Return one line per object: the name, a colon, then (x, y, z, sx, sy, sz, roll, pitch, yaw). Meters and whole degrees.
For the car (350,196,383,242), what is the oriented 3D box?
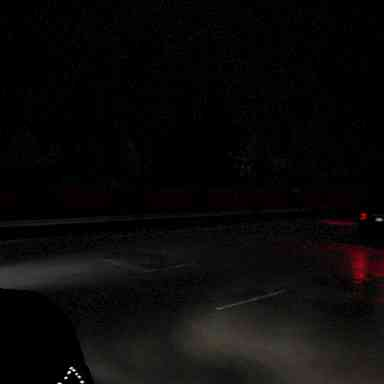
car: (9.844, 1.222, 15.210, 5.566, 2.045, 2.150, 0, 0, -36)

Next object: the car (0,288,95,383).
car: (-3.258, 1.219, 1.415, 5.566, 2.045, 2.150, 0, 0, -36)

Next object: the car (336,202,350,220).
car: (13.510, 1.478, 26.528, 5.008, 1.535, 1.882, 0, 0, -36)
